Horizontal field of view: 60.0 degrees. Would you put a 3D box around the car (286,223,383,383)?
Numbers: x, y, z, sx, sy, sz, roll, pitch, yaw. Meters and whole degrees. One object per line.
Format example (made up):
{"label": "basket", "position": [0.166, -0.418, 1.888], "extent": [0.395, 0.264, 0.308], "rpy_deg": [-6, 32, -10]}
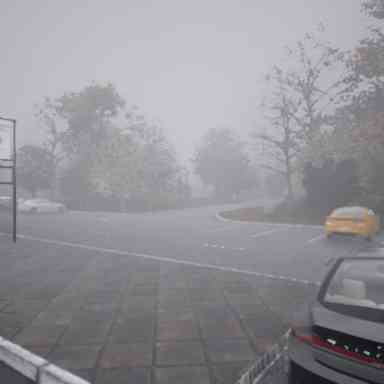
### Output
{"label": "car", "position": [2.791, 1.475, 4.448], "extent": [2.231, 1.521, 4.892], "rpy_deg": [0, 0, 36]}

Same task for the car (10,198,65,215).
{"label": "car", "position": [-15.026, 1.424, 33.262], "extent": [2.002, 1.452, 4.674], "rpy_deg": [0, 0, 36]}

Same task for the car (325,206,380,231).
{"label": "car", "position": [8.147, 1.458, 16.697], "extent": [2.097, 1.535, 5.008], "rpy_deg": [0, 0, 36]}

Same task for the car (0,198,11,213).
{"label": "car", "position": [-17.583, 1.376, 35.100], "extent": [2.097, 1.535, 5.008], "rpy_deg": [0, 0, 36]}
